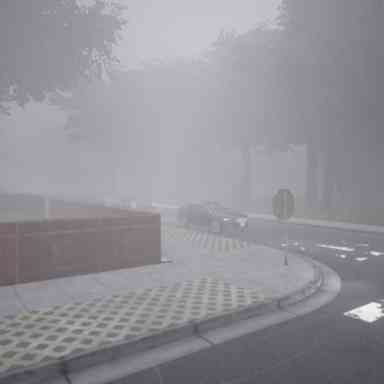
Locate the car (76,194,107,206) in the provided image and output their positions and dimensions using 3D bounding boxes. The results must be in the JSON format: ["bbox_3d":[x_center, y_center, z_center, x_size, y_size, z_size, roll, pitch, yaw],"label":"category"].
[{"bbox_3d":[-10.451,0.886,34.414,2.033,1.411,5.357,-2,3,-35],"label":"car"}]

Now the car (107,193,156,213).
[{"bbox_3d":[-4.676,0.933,26.240,2.097,1.767,4.553,-2,2,-35],"label":"car"}]

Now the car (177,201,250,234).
[{"bbox_3d":[1.036,1.273,18.174,2.128,1.511,4.902,-2,2,-35],"label":"car"}]
